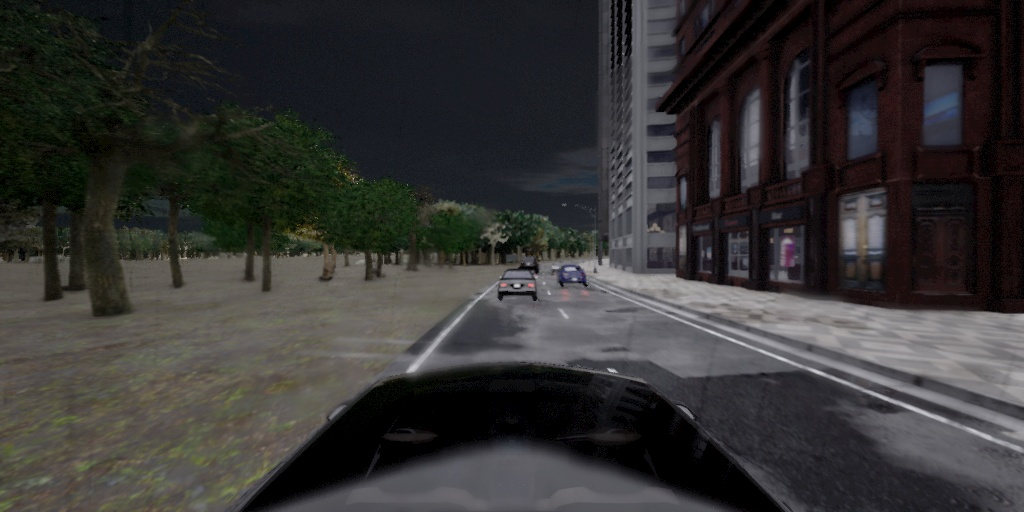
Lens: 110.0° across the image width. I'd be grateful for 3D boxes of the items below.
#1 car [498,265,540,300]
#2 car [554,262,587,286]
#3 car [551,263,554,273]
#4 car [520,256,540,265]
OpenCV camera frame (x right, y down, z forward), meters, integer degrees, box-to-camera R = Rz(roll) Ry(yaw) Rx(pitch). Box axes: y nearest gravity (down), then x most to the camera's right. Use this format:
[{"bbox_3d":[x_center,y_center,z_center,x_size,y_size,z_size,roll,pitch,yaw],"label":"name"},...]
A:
[{"bbox_3d":[0.323,1.335,17.968,2.033,1.411,5.357,0,0,2],"label":"car"},{"bbox_3d":[4.188,1.335,25.504,1.812,1.442,4.674,0,0,4],"label":"car"},{"bbox_3d":[5.933,1.429,45.189,1.895,1.301,4.718,0,0,7],"label":"car"},{"bbox_3d":[2.198,1.048,43.519,2.150,2.045,5.566,0,0,6],"label":"car"}]
